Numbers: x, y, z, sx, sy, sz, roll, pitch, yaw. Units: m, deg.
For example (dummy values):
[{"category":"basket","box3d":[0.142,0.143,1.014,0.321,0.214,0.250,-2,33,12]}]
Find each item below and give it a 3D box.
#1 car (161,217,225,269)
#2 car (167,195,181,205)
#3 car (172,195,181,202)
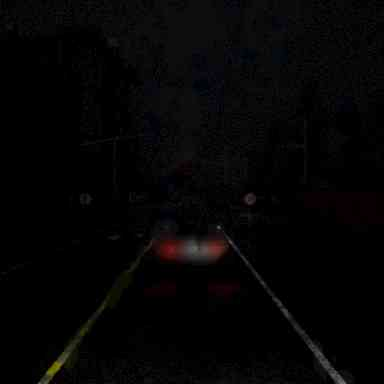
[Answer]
[{"category":"car","box3d":[0.047,1.550,11.125,2.033,1.411,5.357,0,0,1]},{"category":"car","box3d":[-3.514,1.560,60.322,2.033,1.411,5.357,0,0,1]},{"category":"car","box3d":[-3.474,1.507,75.682,1.837,1.490,4.892,0,0,0]}]
